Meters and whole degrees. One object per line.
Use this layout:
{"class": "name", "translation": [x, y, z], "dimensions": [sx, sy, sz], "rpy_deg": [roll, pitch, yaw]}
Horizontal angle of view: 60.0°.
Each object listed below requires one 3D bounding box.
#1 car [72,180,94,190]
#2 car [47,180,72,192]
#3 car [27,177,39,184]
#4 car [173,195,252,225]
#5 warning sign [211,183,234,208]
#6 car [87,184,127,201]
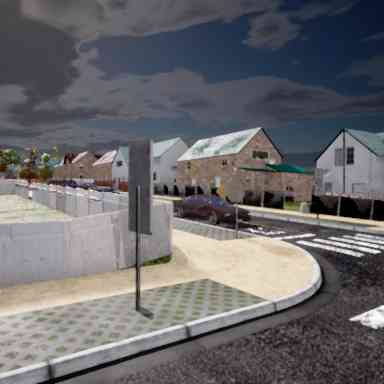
{"class": "car", "translation": [-13.879, -0.512, 44.393], "dimensions": [2.033, 1.411, 5.357], "rpy_deg": [0, 2, -35]}
{"class": "car", "translation": [-18.842, -0.925, 46.590], "dimensions": [2.097, 1.767, 4.553], "rpy_deg": [0, 2, -35]}
{"class": "car", "translation": [-39.123, -2.890, 81.869], "dimensions": [2.097, 1.767, 4.553], "rpy_deg": [-3, 3, -35]}
{"class": "car", "translation": [0.851, 0.883, 18.366], "dimensions": [2.033, 1.411, 5.357], "rpy_deg": [0, 3, -35]}
{"class": "warning sign", "translation": [2.335, 0.247, 25.518], "dimensions": [1.300, 1.860, 1.060], "rpy_deg": [-3, 2, -35]}
{"class": "car", "translation": [-7.687, 0.231, 30.529], "dimensions": [1.895, 1.301, 4.718], "rpy_deg": [0, 2, -35]}
